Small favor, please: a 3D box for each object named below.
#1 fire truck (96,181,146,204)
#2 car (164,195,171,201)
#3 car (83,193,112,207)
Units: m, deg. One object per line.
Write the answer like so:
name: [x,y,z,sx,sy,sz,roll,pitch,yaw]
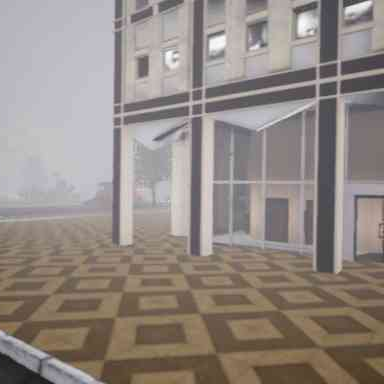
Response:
fire truck: [-11.560,0.117,54.897,2.891,3.827,8.468,1,1,38]
car: [-2.980,1.023,60.555,1.882,1.535,5.008,1,1,38]
car: [-13.171,1.323,47.753,1.882,1.535,5.008,1,1,38]
